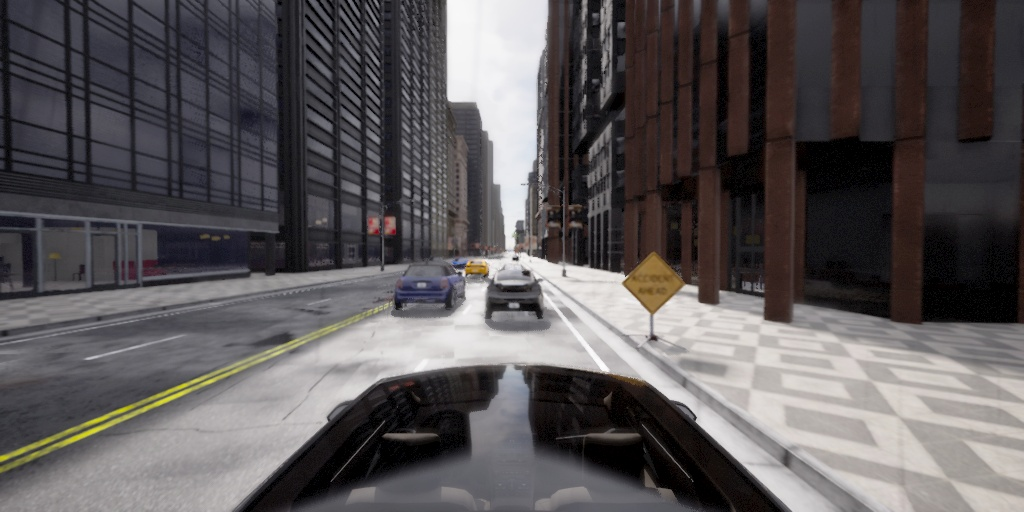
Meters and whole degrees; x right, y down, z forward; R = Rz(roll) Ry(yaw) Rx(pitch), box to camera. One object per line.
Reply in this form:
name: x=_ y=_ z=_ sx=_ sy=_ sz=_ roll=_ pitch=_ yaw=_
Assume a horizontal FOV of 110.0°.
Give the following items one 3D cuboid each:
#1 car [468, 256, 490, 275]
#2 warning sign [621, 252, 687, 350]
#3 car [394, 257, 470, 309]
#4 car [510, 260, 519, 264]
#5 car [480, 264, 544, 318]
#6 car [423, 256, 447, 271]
car: x=-3.155 y=1.070 z=33.193 sx=1.882 sy=1.535 sz=5.008 roll=0 pitch=1 yaw=0
warning sign: x=2.849 y=0.837 z=7.330 sx=1.300 sy=1.860 sz=1.060 roll=0 pitch=0 yaw=0
car: x=-3.163 y=1.037 z=14.715 sx=2.097 sy=1.767 sz=4.553 roll=0 pitch=0 yaw=0
car: x=0.084 y=1.220 z=27.921 sx=1.895 sy=1.301 sz=4.718 roll=0 pitch=0 yaw=0
car: x=0.081 y=1.198 z=12.759 sx=1.837 sy=1.490 sz=4.892 roll=0 pitch=0 yaw=0
car: x=-9.827 y=0.875 z=46.077 sx=2.097 sy=1.767 sz=4.553 roll=0 pitch=0 yaw=0
